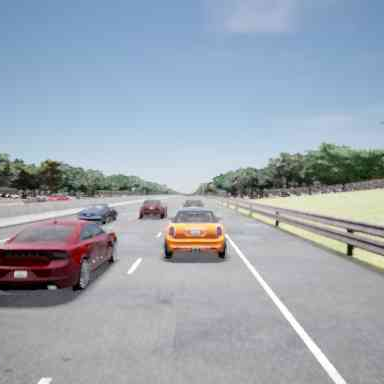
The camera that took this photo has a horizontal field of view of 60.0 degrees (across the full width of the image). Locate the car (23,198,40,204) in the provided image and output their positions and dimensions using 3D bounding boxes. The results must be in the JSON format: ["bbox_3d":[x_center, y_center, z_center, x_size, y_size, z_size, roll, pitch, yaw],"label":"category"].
[{"bbox_3d":[-24.480,1.622,51.610,1.994,1.385,4.181,0,0,1],"label":"car"}]

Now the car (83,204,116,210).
[{"bbox_3d":[-6.865,1.569,24.611,2.033,1.411,5.357,0,0,0],"label":"car"}]

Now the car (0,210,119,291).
[{"bbox_3d":[-3.392,1.485,9.072,1.882,1.535,5.008,0,0,0],"label":"car"}]

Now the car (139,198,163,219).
[{"bbox_3d":[-3.357,1.378,29.747,2.097,1.767,4.553,0,0,0],"label":"car"}]

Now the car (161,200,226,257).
[{"bbox_3d":[0.116,1.363,13.086,2.097,1.767,4.553,0,0,0],"label":"car"}]

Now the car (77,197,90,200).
[{"bbox_3d":[-17.468,1.588,53.709,1.812,1.442,4.674,0,0,1],"label":"car"}]

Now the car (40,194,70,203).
[{"bbox_3d":[-20.978,1.280,51.903,2.150,2.045,5.566,0,0,1],"label":"car"}]
